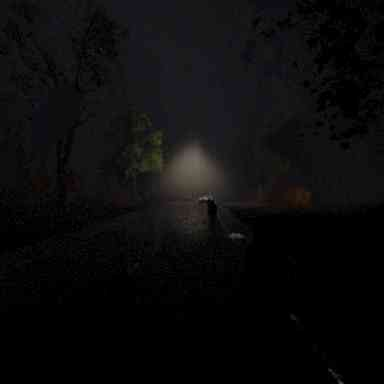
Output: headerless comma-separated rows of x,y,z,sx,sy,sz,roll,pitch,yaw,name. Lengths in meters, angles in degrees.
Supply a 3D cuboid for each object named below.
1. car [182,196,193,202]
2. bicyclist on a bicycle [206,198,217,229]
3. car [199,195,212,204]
-0.860,1.335,64.574,1.895,1.301,4.718,0,0,5,car
1.229,1.340,19.447,0.582,1.620,1.656,0,0,1,bicyclist on a bicycle
2.177,1.358,56.683,1.895,1.301,4.718,0,0,4,car
